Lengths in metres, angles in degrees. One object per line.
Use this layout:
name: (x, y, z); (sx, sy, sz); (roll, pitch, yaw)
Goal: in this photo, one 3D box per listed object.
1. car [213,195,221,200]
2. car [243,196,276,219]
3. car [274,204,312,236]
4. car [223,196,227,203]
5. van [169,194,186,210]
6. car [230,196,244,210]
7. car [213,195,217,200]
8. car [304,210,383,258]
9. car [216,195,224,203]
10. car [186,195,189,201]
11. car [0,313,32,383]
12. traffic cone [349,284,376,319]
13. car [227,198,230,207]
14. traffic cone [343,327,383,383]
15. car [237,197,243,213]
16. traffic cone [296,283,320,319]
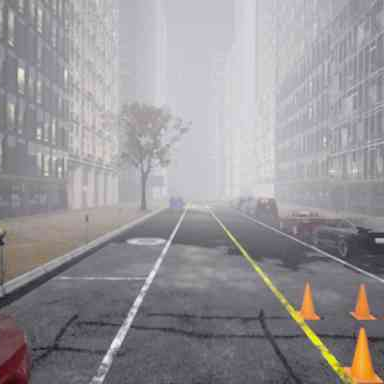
car: (6.933, 1.592, 92.653); (1.947, 1.339, 4.313); (0, 0, 1)
car: (6.321, 1.374, 29.975); (2.192, 1.841, 5.009); (0, 0, 1)
car: (6.210, 1.601, 18.579); (1.887, 1.381, 4.507); (0, 0, 1)
car: (6.543, 1.602, 52.767); (1.887, 1.381, 4.507); (0, 0, 1)
van: (-1.948, 1.335, 41.458); (1.690, 1.788, 3.998); (0, 0, 1)
car: (6.433, 1.373, 41.371); (2.192, 1.841, 5.009); (0, 0, 1)
car: (6.822, 1.605, 81.258); (1.947, 1.339, 4.313); (0, 0, 1)
car: (6.153, 1.620, 12.881); (1.947, 1.339, 4.313); (0, 0, 1)
car: (6.713, 1.574, 70.031); (1.752, 1.417, 4.829); (0, 0, 1)
car: (-1.836, 1.543, 52.851); (2.008, 1.369, 4.403); (0, 0, 1)
car: (-2.337, 1.565, 1.573); (1.802, 1.307, 4.206); (0, 0, 1)
traffic cone: (3.124, 1.983, 6.102); (0.340, 0.580, 0.340); (0, 0, 1)
car: (6.489, 1.583, 47.239); (1.752, 1.417, 4.829); (0, 0, 1)
traffic cone: (2.104, 1.974, 4.112); (0.340, 0.580, 0.340); (0, 0, 1)
car: (6.376, 1.603, 35.672); (1.887, 1.381, 4.507); (0, 0, 1)
traffic cone: (2.124, 1.975, 6.112); (0.340, 0.580, 0.340); (0, 0, 1)
